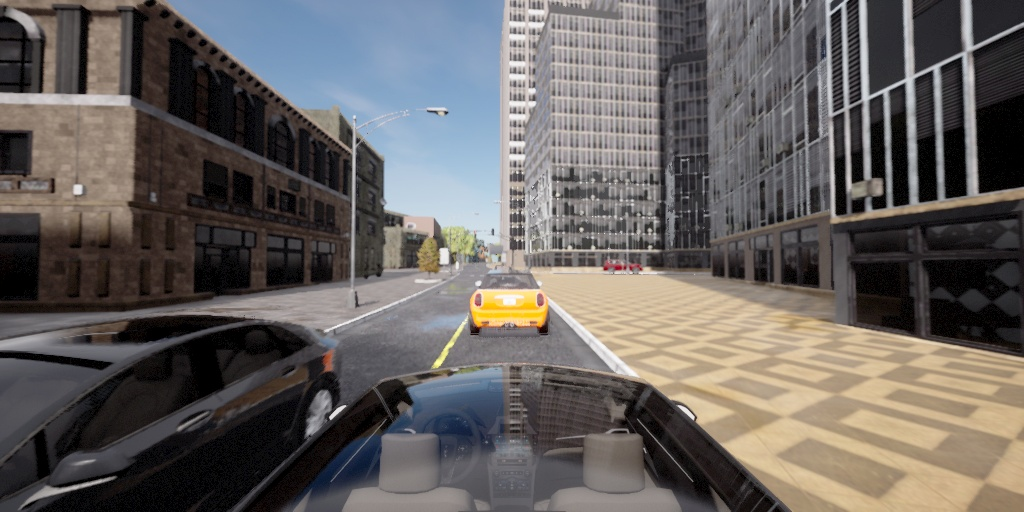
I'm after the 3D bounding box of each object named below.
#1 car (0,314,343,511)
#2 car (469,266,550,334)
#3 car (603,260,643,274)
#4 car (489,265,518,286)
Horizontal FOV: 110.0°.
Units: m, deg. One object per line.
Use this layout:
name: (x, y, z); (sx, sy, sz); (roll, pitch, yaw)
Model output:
car: (-2.880, 1.261, 2.317); (1.837, 1.490, 4.892); (0, -1, 0)
car: (-0.091, 1.198, 11.162); (2.097, 1.767, 4.553); (0, -1, -1)
car: (14.334, 1.398, 46.505); (5.009, 1.841, 2.192); (0, 0, 16)
car: (-0.784, 1.526, 29.248); (2.128, 1.511, 4.902); (0, 0, -3)
